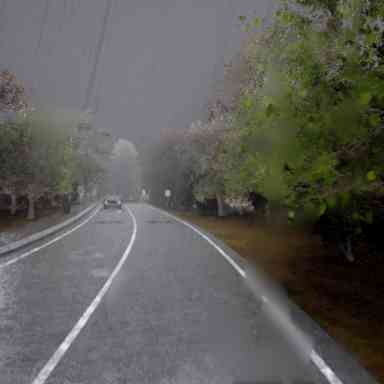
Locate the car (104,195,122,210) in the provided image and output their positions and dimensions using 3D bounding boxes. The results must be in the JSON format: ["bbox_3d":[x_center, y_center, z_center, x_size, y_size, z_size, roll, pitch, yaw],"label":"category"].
[{"bbox_3d":[-9.543,1.201,40.196,2.097,1.767,4.553,1,0,-13],"label":"car"}]
